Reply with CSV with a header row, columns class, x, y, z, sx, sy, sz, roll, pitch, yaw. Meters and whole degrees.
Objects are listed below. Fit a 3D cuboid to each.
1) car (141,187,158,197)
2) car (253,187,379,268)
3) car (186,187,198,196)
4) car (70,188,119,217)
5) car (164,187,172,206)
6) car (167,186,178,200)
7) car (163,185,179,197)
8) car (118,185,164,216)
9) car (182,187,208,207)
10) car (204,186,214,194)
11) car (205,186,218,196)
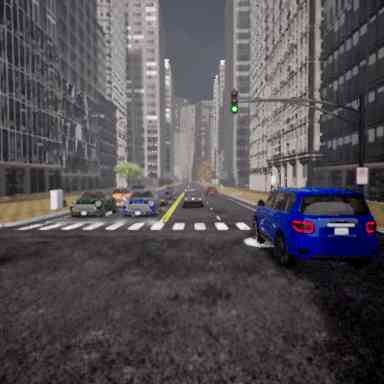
class,x,y,z,sx,sy,sz,roll,pitch,yaw
car,-6.512,0.016,51.425,2.033,1.411,5.357,0,2,0
car,3.360,0.859,10.161,2.150,2.045,5.566,0,3,0
car,0.004,-0.185,56.986,2.033,1.411,5.357,0,2,0
car,-6.634,0.669,22.784,2.097,1.767,4.553,0,2,1
car,-3.342,0.566,32.303,2.033,1.411,5.357,0,2,0
car,-3.278,0.287,42.267,1.994,1.385,4.181,0,2,1
car,-3.262,-0.224,52.313,2.097,1.767,4.553,0,2,0
car,-3.353,0.650,22.830,2.097,1.767,4.553,0,2,0
car,0.093,0.586,30.993,2.033,1.411,5.357,0,2,0
car,3.238,-0.463,64.938,1.812,1.442,4.674,0,2,0
car,3.239,-0.211,54.924,1.882,1.535,5.008,0,2,0
